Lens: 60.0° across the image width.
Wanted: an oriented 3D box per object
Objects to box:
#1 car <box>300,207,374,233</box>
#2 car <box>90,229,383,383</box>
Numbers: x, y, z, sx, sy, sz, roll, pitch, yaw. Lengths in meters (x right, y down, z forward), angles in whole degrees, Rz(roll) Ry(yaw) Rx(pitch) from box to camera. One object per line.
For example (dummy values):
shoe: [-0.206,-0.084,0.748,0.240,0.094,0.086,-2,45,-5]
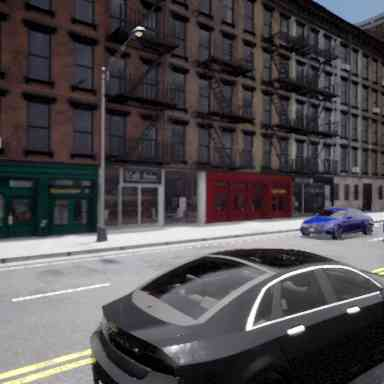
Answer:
car: [7.549,1.540,17.101,4.674,1.442,1.812,0,0,-36]
car: [1.215,1.507,4.312,4.892,1.490,1.837,0,0,-36]
